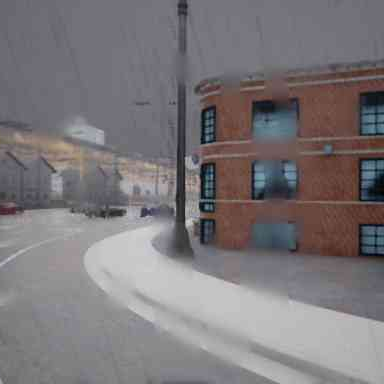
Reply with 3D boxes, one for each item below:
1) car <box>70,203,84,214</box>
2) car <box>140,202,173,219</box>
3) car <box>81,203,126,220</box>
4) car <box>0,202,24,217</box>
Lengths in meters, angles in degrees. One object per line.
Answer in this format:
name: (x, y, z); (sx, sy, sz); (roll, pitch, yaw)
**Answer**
car: (-13.020, 2.006, 40.946); (1.994, 1.385, 4.181); (0, -1, 20)
car: (-3.647, 1.805, 35.326); (2.097, 1.767, 4.553); (0, -1, 19)
car: (-8.353, 1.973, 32.656); (1.895, 1.301, 4.718); (0, -1, 20)
car: (-19.369, 1.757, 33.490); (1.882, 1.535, 5.008); (0, -1, 19)
